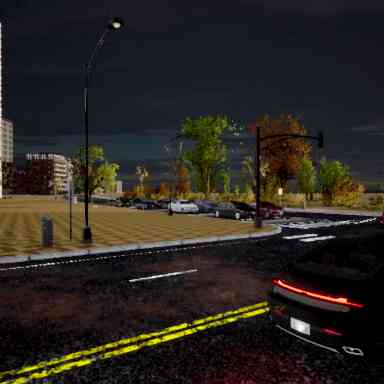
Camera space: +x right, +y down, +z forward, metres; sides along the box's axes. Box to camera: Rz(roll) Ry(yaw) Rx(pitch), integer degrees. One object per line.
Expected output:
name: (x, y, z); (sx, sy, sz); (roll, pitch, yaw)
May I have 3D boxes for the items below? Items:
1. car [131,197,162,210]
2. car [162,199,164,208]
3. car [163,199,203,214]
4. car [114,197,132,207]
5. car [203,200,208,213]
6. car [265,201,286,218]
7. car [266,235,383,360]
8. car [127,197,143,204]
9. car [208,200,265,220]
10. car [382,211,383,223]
car: (-6.234, 1.666, 45.509); (1.994, 1.385, 4.181); (0, 0, -31)
car: (-3.691, 1.655, 47.627); (1.994, 1.385, 4.181); (0, 0, -30)
car: (-1.049, 1.606, 36.979); (1.812, 1.442, 4.674); (0, 0, -31)
car: (-11.284, 1.626, 54.175); (1.837, 1.490, 4.892); (0, 0, -29)
car: (1.468, 1.617, 39.087); (2.033, 1.411, 5.357); (0, 0, -32)
car: (6.555, 1.572, 30.826); (1.812, 1.442, 4.674); (0, 0, -30)
car: (3.416, 1.504, 5.708); (4.892, 1.490, 1.837); (0, 0, -34)
car: (-11.897, 1.679, 68.779); (1.994, 1.385, 4.181); (0, 0, -29)
car: (3.754, 1.563, 29.192); (1.837, 1.490, 4.892); (0, 0, -32)
car: (14.135, 1.217, 20.572); (5.566, 2.045, 2.150); (0, 0, -31)
